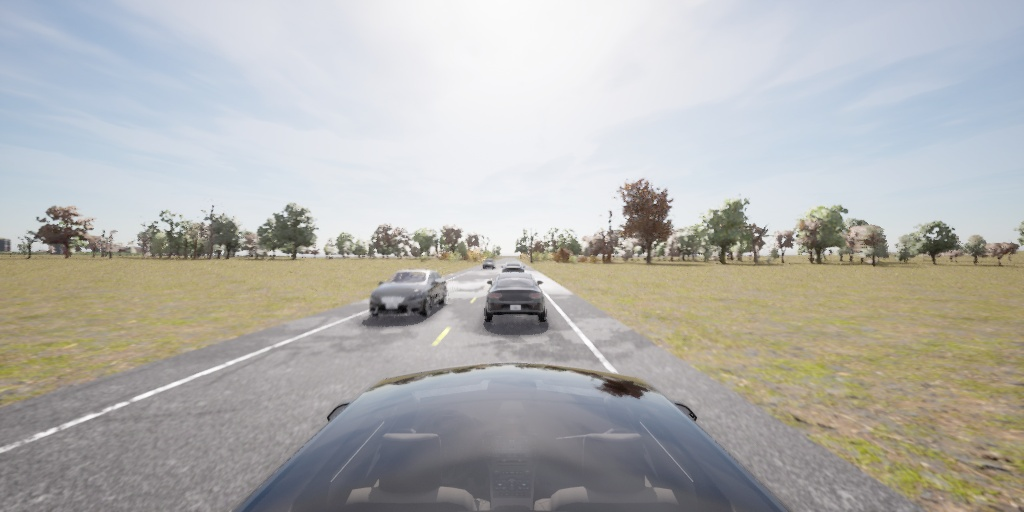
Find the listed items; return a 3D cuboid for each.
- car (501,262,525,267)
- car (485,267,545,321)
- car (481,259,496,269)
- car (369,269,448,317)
[{"bbox_3d":[0.103,1.258,30.331,1.837,1.490,4.892,0,0,0],"label":"car"},{"bbox_3d":[0.101,1.277,12.344,1.812,1.442,4.674,0,0,0],"label":"car"},{"bbox_3d":[-3.554,1.259,55.490,1.837,1.490,4.892,0,0,0],"label":"car"},{"bbox_3d":[-3.599,1.243,13.193,2.128,1.511,4.902,0,0,0],"label":"car"}]
